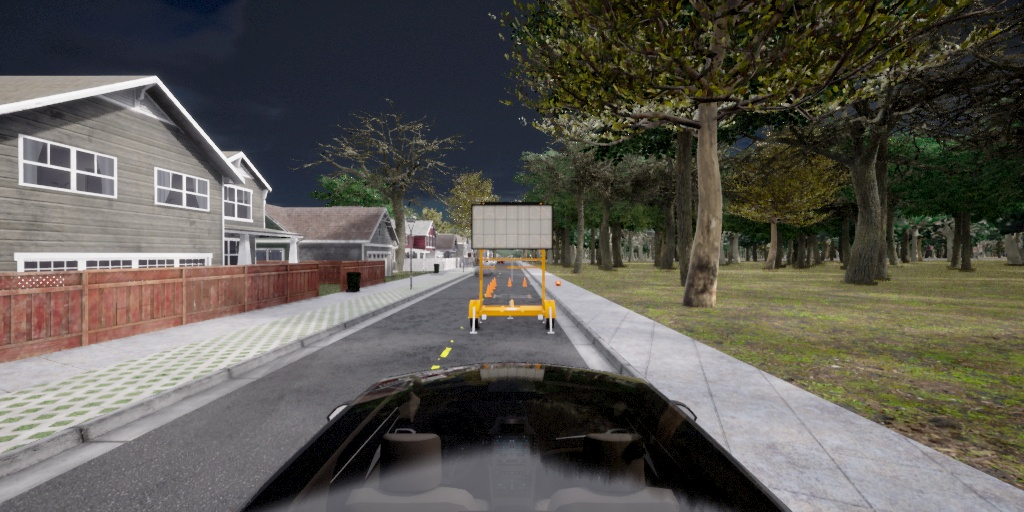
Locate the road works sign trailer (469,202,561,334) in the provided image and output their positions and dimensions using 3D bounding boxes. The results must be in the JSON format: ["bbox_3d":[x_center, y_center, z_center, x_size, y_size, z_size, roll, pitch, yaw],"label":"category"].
[{"bbox_3d":[0.008,0.214,10.633,2.380,3.560,2.880,0,0,0],"label":"road works sign trailer"}]

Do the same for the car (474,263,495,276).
[{"bbox_3d":[-2.829,1.358,37.073,1.895,1.301,4.718,0,0,0],"label":"car"}]
